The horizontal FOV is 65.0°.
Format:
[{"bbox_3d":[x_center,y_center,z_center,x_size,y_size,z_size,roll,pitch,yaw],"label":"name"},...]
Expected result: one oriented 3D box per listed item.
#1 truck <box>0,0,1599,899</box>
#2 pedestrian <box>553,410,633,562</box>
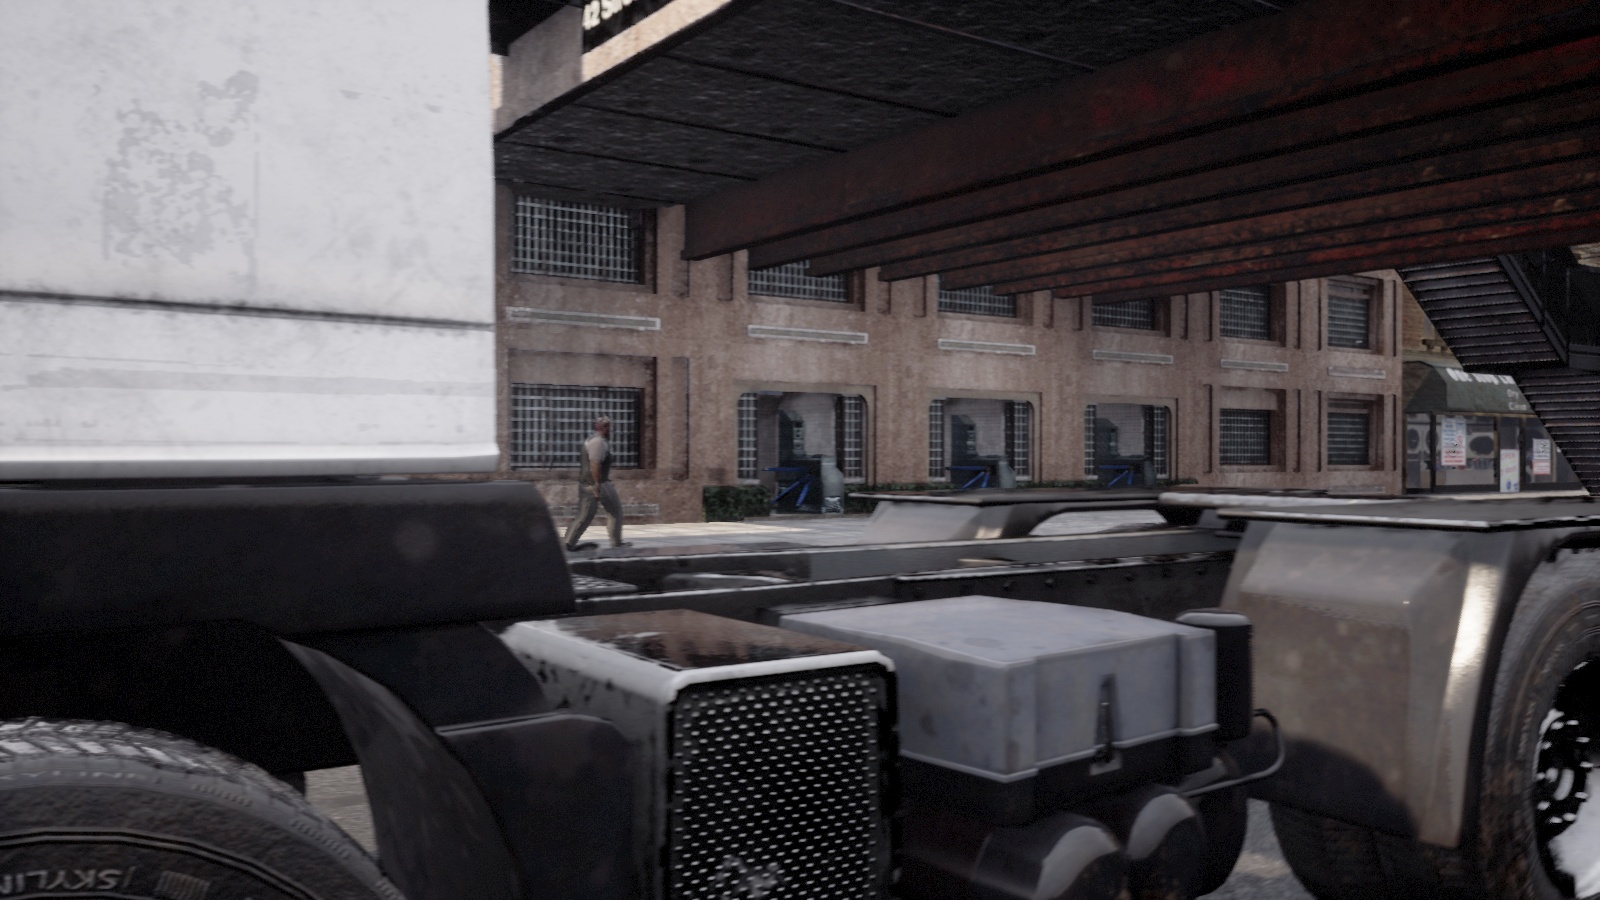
[{"bbox_3d":[0.108,-0.228,3.734,7.936,3.462,2.891,0,0,-35],"label":"truck"},{"bbox_3d":[-2.628,0.446,15.964,0.849,1.883,0.563,0,0,-32],"label":"pedestrian"}]
